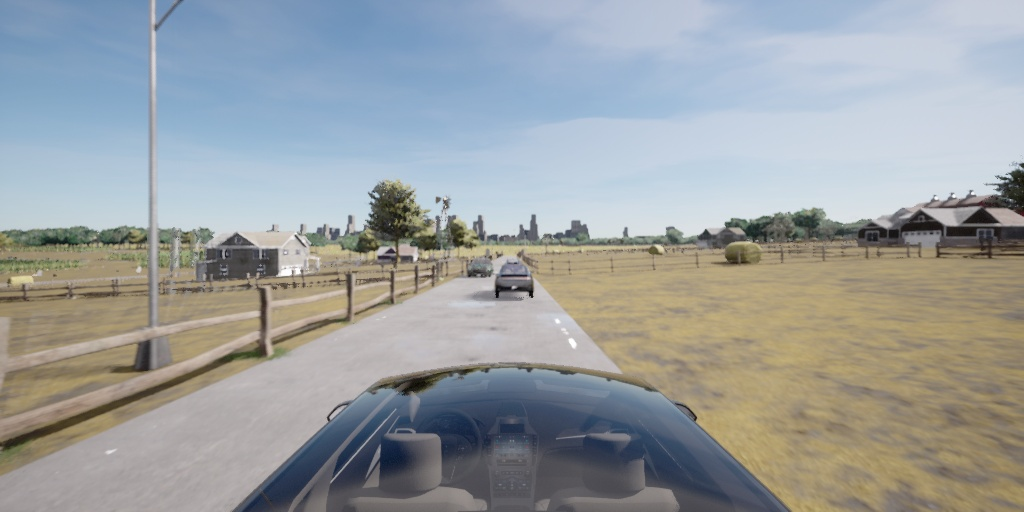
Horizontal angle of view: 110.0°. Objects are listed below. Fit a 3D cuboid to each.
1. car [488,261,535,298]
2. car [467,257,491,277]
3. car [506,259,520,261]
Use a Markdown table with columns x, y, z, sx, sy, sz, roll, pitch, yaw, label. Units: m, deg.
| x | y | z | sx | sy | sz | roll | pitch | yaw | label |
| --- | --- | --- | --- | --- | --- | --- | --- | --- | --- |
| 0.104 | 1.173 | 18.126 | 2.128 | 1.511 | 4.902 | 0 | 0 | 0 | car |
| -2.745 | 0.989 | 31.958 | 2.097 | 1.767 | 4.553 | 0 | 1 | 0 | car |
| 0.106 | 1.023 | 37.653 | 2.128 | 1.511 | 4.902 | 0 | 1 | 0 | car |
